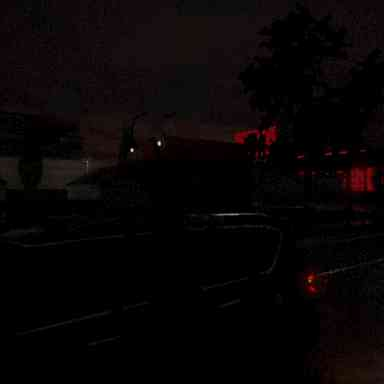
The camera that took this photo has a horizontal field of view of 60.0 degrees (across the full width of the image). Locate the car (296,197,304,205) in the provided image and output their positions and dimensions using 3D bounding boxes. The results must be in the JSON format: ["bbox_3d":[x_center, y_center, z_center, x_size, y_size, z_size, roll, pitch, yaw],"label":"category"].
[{"bbox_3d":[16.882,1.476,54.397,1.882,1.535,5.008,0,0,-33],"label":"car"}]

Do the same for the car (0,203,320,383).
[{"bbox_3d":[-1.101,1.223,3.199,5.566,2.045,2.150,0,0,-35],"label":"car"}]

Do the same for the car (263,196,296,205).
[{"bbox_3d":[13.634,1.600,52.966,1.895,1.301,4.718,0,0,-33],"label":"car"}]
